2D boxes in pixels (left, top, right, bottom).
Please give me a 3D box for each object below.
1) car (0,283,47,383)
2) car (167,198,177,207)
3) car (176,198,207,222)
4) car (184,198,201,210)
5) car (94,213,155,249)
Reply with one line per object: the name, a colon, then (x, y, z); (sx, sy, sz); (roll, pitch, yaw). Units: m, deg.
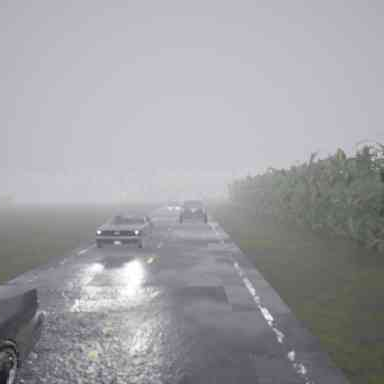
car: (-2.848, 1.550, 2.113); (2.033, 1.411, 5.357); (0, 0, 0)
car: (-2.812, 1.626, 52.370); (1.994, 1.385, 4.181); (0, 0, 0)
car: (0.098, 1.379, 26.355); (2.097, 1.767, 4.553); (0, 0, 0)
car: (0.100, 1.542, 43.900); (2.128, 1.511, 4.902); (0, 0, 0)
car: (-2.820, 1.616, 14.794); (1.895, 1.301, 4.718); (0, 0, 0)
